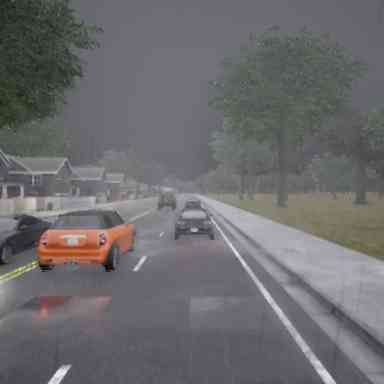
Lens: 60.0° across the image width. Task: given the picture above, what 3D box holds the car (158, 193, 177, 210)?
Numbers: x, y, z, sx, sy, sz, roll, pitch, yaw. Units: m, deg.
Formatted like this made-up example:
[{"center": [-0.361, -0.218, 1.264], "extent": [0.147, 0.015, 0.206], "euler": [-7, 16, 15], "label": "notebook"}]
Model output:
[{"center": [-3.141, 1.206, 43.178], "extent": [2.150, 2.045, 5.566], "euler": [0, 0, 0], "label": "car"}]

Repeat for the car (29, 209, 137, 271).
[{"center": [-3.183, 1.347, 11.055], "extent": [2.097, 1.767, 4.553], "euler": [0, 0, 0], "label": "car"}]

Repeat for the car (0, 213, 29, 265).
[{"center": [-6.539, 1.521, 11.760], "extent": [1.812, 1.442, 4.674], "euler": [0, 0, 1], "label": "car"}]

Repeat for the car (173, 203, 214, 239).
[{"center": [0.104, 1.520, 17.045], "extent": [1.812, 1.442, 4.674], "euler": [0, 0, 0], "label": "car"}]

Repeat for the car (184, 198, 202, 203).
[{"center": [0.108, 1.492, 39.365], "extent": [1.837, 1.490, 4.892], "euler": [0, 0, 0], "label": "car"}]
